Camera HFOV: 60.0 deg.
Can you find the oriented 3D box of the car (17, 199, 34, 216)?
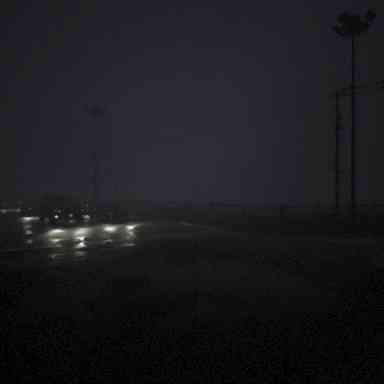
[{"bbox_3d":[-15.394,1.526,32.448,1.812,1.442,4.674,0,0,-36],"label":"car"}]

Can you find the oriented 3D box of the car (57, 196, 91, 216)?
[{"bbox_3d":[-12.034,1.352,33.774,2.097,1.767,4.553,0,0,-36],"label":"car"}]

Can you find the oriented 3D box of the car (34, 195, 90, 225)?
[{"bbox_3d":[-9.766,1.222,24.673,2.150,2.045,5.566,0,0,-36],"label":"car"}]

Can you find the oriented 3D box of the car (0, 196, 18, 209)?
[{"bbox_3d":[-24.720,1.351,45.366,2.097,1.767,4.553,0,0,-36],"label":"car"}]

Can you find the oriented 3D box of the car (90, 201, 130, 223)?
[{"bbox_3d":[-6.617,1.478,26.290,1.882,1.535,5.008,0,0,-36],"label":"car"}]

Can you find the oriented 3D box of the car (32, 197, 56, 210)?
[{"bbox_3d":[-19.973,1.478,44.758,1.882,1.535,5.008,0,0,-36],"label":"car"}]
